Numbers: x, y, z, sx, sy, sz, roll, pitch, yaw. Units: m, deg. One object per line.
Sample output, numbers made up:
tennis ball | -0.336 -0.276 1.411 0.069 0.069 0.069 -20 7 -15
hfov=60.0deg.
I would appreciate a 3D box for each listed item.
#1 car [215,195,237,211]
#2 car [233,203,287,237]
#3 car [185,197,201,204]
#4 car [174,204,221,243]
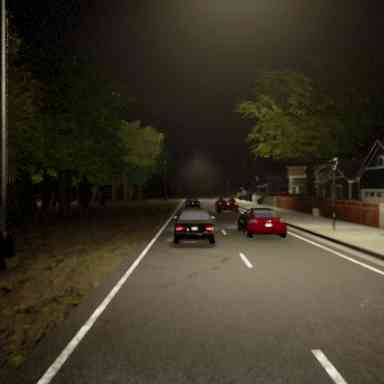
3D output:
car | 3.606 1.205 35.235 2.097 1.767 4.553 0 0 0
car | 3.602 1.516 17.626 1.994 1.385 4.181 0 0 0
car | 0.105 1.362 40.608 2.033 1.411 5.357 0 0 0
car | 0.101 1.508 15.891 2.033 1.411 5.357 0 0 0
